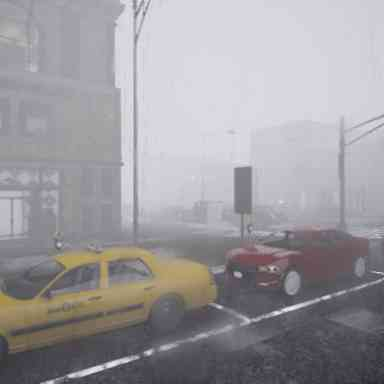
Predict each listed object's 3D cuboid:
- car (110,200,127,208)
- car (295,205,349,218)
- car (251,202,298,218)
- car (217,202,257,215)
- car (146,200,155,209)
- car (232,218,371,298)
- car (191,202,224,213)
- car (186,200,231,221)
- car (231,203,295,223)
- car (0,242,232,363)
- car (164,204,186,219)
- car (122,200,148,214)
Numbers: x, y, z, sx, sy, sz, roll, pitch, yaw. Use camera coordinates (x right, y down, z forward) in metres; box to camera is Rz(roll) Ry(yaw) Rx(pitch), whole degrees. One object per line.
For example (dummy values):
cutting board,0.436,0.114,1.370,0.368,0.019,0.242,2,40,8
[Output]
car,-14.798,2.392,66.913,1.802,1.307,4.206,-1,0,-37
car,12.122,1.839,30.567,1.947,1.339,4.313,-1,0,-37
car,8.655,1.867,35.247,1.752,1.417,4.829,-1,0,-37
car,5.290,1.934,39.790,1.752,1.417,4.829,-1,0,-37
car,-8.071,2.116,57.826,1.967,1.590,4.097,-1,0,-37
car,2.842,1.574,8.589,4.507,1.381,1.887,0,-1,-35
car,2.026,2.025,44.197,2.008,1.369,4.403,-1,0,-37
car,2.026,1.695,30.166,2.192,1.841,5.009,-1,0,-37
car,5.394,1.753,25.623,1.967,1.590,4.097,-1,0,-37
car,-1.811,1.532,5.272,4.829,1.417,1.752,0,-1,-35
car,-1.334,1.998,34.710,2.008,1.369,4.403,-1,0,-37
car,-8.065,2.132,43.796,2.008,1.369,4.403,-1,0,-37
